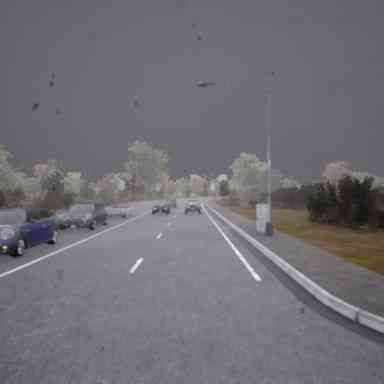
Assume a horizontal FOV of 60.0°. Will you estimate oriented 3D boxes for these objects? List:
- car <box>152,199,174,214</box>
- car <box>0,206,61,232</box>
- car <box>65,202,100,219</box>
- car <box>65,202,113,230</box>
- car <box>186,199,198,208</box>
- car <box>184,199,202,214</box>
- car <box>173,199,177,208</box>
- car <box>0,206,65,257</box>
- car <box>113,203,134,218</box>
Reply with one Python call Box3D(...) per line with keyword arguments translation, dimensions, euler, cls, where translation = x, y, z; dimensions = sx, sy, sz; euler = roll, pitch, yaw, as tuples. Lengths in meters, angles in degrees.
Box3D(translation=(-3.394, 1.830, 37.872), dimensions=(1.895, 1.301, 4.718), euler=(0, 0, 0), cls="car")
Box3D(translation=(-10.542, 1.698, 22.043), dimensions=(1.994, 1.385, 4.181), euler=(0, 0, 1), cls="car")
Box3D(translation=(-10.496, 1.759, 32.114), dimensions=(1.994, 1.385, 4.181), euler=(0, 0, 0), cls="car")
Box3D(translation=(-7.051, 1.486, 22.060), dimensions=(2.097, 1.767, 4.553), euler=(0, 0, 0), cls="car")
Box3D(translation=(0.058, 1.900, 55.519), dimensions=(1.994, 1.385, 4.181), euler=(0, 0, 1), cls="car")
Box3D(translation=(0.105, 1.765, 39.417), dimensions=(1.812, 1.442, 4.674), euler=(0, 0, 0), cls="car")
Box3D(translation=(-3.445, 1.827, 55.278), dimensions=(2.128, 1.511, 4.902), euler=(0, 0, 1), cls="car")
Box3D(translation=(-7.073, 1.432, 13.176), dimensions=(2.097, 1.767, 4.553), euler=(0, 0, 0), cls="car")
Box3D(translation=(-6.996, 1.797, 32.306), dimensions=(1.895, 1.301, 4.718), euler=(0, 0, 0), cls="car")
